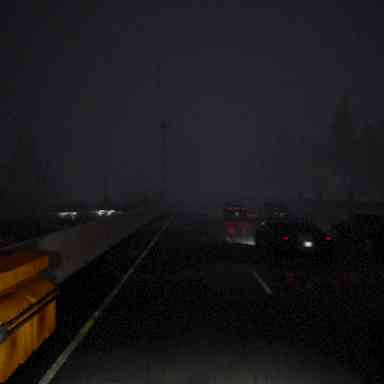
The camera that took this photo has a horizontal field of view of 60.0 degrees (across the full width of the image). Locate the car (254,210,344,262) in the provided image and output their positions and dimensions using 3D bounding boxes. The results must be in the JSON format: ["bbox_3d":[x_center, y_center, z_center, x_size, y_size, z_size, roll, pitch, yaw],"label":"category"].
[{"bbox_3d":[3.576,1.577,12.227,1.994,1.385,4.181,0,0,0],"label":"car"}]

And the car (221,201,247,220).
[{"bbox_3d":[3.576,1.521,28.765,2.128,1.511,4.902,0,0,0],"label":"car"}]

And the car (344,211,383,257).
[{"bbox_3d":[7.079,1.520,12.926,1.837,1.490,4.892,0,0,0],"label":"car"}]

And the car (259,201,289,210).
[{"bbox_3d":[7.077,1.534,29.031,1.837,1.490,4.892,0,0,0],"label":"car"}]
